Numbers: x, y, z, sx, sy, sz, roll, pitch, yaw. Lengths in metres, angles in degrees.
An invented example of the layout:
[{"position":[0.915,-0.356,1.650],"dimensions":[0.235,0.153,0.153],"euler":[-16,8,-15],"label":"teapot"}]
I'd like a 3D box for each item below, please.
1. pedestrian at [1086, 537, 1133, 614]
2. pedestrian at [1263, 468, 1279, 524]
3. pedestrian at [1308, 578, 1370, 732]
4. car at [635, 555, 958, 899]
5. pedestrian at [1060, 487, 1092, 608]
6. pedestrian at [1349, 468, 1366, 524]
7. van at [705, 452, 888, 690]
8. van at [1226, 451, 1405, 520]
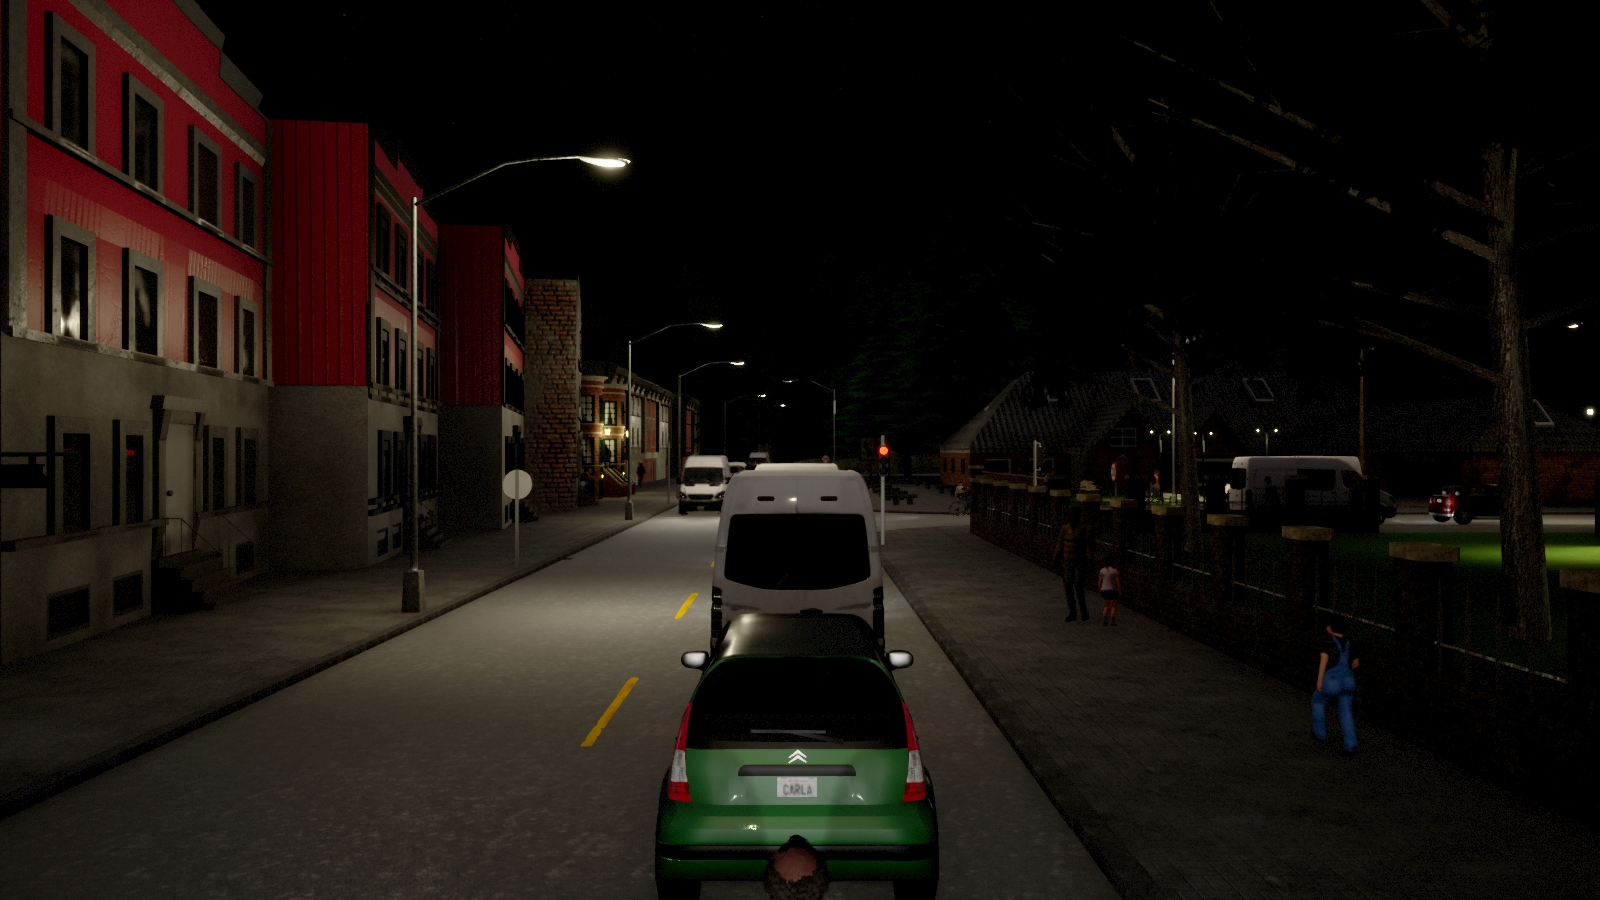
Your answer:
[{"position":[4.722,1.904,17.434],"dimensions":[0.500,1.100,0.500],"euler":[0,0,-44],"label":"pedestrian"},{"position":[15.737,1.525,38.169],"dimensions":[0.375,1.860,0.375],"euler":[0,0,2],"label":"pedestrian"},{"position":[4.782,1.805,10.151],"dimensions":[0.375,1.300,0.375],"euler":[0,0,0],"label":"pedestrian"},{"position":[-0.023,1.779,8.527],"dimensions":[1.851,1.617,3.988],"euler":[0,0,0],"label":"car"},{"position":[4.340,1.525,17.968],"dimensions":[0.375,1.860,0.375],"euler":[0,0,34],"label":"pedestrian"},{"position":[18.580,1.525,38.090],"dimensions":[0.375,1.860,0.375],"euler":[0,0,0],"label":"pedestrian"},{"position":[-0.048,1.314,15.312],"dimensions":[1.988,2.561,5.915],"euler":[0,0,0],"label":"van"},{"position":[19.552,1.314,43.543],"dimensions":[5.915,2.561,1.988],"euler":[0,0,1],"label":"van"}]
